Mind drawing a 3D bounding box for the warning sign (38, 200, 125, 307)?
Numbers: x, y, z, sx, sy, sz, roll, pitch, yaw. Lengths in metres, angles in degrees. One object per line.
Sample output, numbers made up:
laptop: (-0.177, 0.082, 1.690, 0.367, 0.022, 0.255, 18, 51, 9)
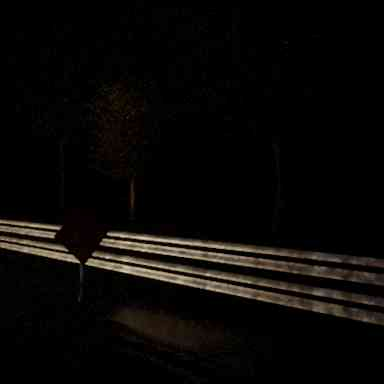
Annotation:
warning sign: (-2.214, 1.102, 6.738, 1.060, 1.860, 1.300, 0, 0, 35)
